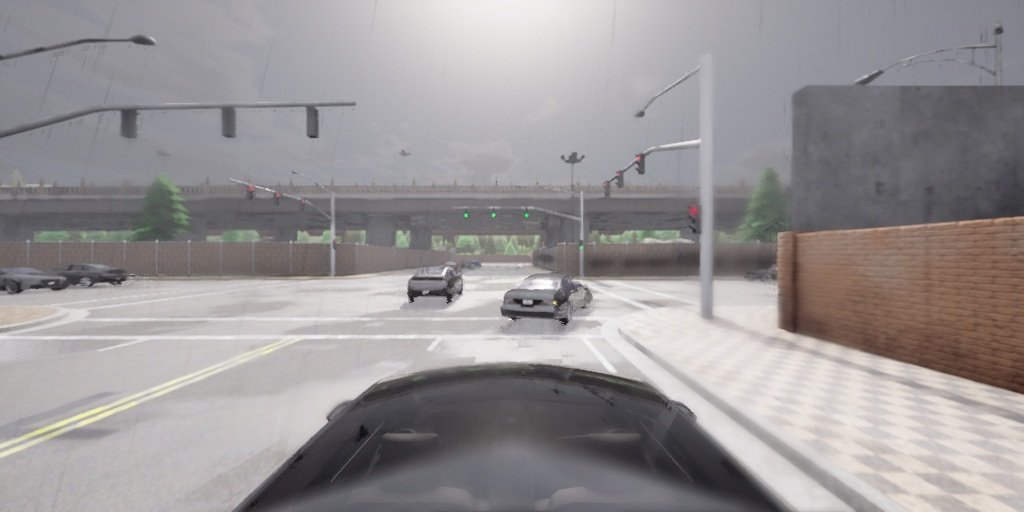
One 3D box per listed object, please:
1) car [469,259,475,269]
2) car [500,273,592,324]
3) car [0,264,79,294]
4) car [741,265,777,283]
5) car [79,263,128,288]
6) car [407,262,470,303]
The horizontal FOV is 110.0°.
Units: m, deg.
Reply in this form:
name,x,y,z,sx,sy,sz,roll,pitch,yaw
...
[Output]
name,x,y,z,sx,sy,sz,roll,pitch,yaw
car,-7.073,1.376,53.587,1.994,1.385,4.181,0,0,0
car,1.377,1.296,12.243,2.033,1.411,5.357,0,0,22
car,-26.732,1.279,19.268,4.181,1.385,1.994,0,0,0
car,19.703,1.326,26.370,4.718,1.301,1.895,0,0,0
car,-27.640,1.224,22.969,4.892,1.490,1.837,0,0,0
car,-3.403,1.233,16.585,2.128,1.511,4.902,0,0,0
